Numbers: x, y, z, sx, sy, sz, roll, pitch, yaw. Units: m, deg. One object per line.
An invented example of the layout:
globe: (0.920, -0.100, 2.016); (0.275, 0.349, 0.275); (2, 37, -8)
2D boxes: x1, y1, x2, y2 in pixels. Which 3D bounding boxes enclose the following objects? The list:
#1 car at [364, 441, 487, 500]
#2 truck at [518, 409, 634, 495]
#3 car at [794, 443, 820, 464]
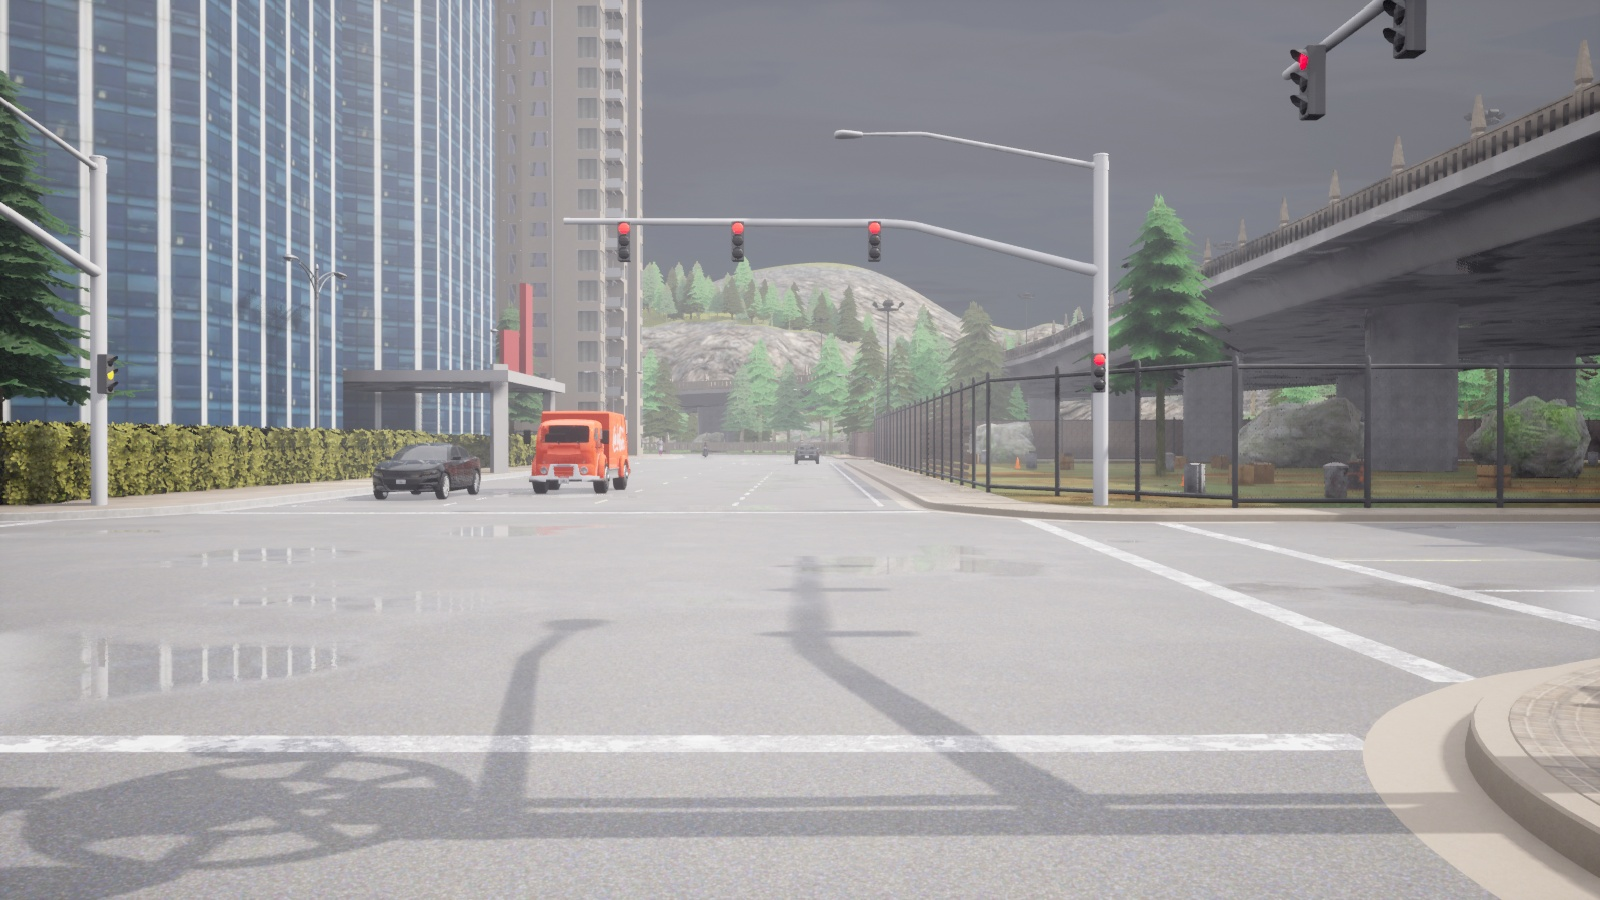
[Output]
car: (-10.300, 0.519, 34.939); (1.882, 1.535, 5.008); (0, 0, 0)
truck: (-6.780, 0.036, 38.678); (2.627, 2.467, 5.204); (0, 0, 0)
car: (0.490, 0.256, 89.401); (1.816, 1.474, 4.193); (0, 0, 0)
